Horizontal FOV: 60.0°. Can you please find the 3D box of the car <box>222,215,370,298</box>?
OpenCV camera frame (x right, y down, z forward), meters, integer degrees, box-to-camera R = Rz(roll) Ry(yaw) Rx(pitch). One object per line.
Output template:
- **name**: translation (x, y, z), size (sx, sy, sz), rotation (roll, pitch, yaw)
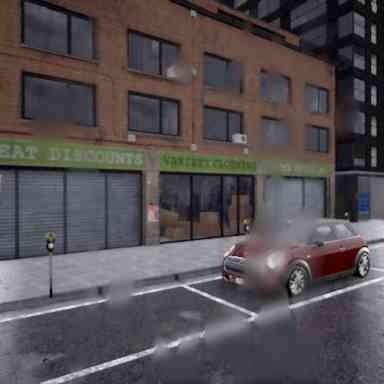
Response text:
- **car**: translation (2.680, 1.433, 8.440), size (4.097, 1.590, 1.967), rotation (0, 0, -35)
